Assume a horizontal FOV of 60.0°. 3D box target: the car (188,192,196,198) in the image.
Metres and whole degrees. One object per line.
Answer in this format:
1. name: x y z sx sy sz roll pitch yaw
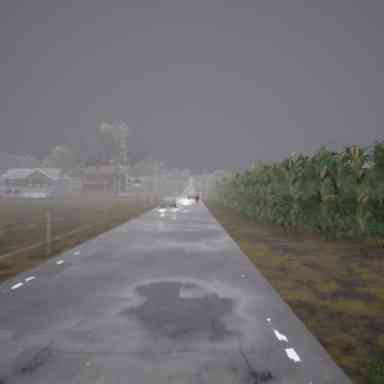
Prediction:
1. car: -0.033 0.737 84.854 2.128 1.511 4.902 0 1 0

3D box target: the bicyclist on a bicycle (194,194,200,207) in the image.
1. bicyclist on a bicycle: 0.740 1.127 43.489 0.659 1.776 1.843 0 1 0

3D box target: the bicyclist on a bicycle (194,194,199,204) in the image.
1. bicyclist on a bicycle: 0.725 1.103 53.269 0.866 1.612 1.509 0 1 0

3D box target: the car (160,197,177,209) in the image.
1. car: -2.851 1.299 41.378 1.812 1.442 4.674 0 0 0

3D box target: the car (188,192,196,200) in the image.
1. car: -0.029 0.986 73.845 2.128 1.511 4.902 0 1 0
